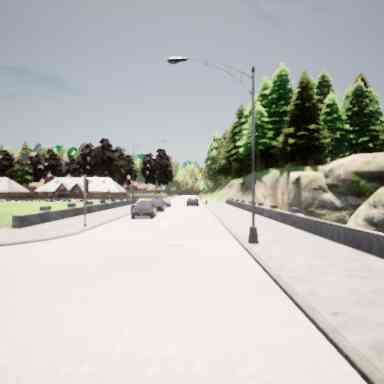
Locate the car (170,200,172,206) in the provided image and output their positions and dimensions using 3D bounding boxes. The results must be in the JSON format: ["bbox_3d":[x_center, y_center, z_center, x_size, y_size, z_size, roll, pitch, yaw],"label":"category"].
[{"bbox_3d":[-4.058,1.550,48.669,1.895,1.301,4.718,0,0,0],"label":"car"}]

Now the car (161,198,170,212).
[{"bbox_3d":[-4.092,1.507,38.857,2.033,1.411,5.357,0,0,0],"label":"car"}]

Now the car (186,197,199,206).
[{"bbox_3d":[0.101,1.510,51.824,1.994,1.385,4.181,0,0,0],"label":"car"}]

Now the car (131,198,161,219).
[{"bbox_3d":[-4.100,1.495,29.149,1.812,1.442,4.674,0,0,0],"label":"car"}]
